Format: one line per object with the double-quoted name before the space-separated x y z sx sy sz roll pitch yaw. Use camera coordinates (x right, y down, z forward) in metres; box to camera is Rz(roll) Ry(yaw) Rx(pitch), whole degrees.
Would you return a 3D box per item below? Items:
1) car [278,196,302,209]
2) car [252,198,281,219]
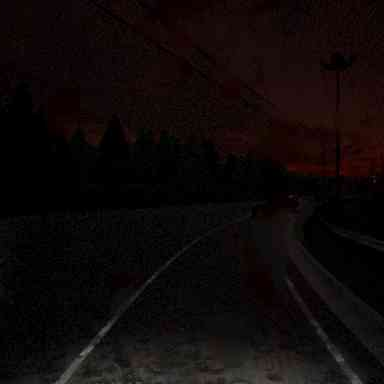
"car" 14.180 1.673 48.216 2.128 1.511 4.902 0 0 25
"car" 6.679 1.584 30.201 1.882 1.535 5.008 0 0 20
